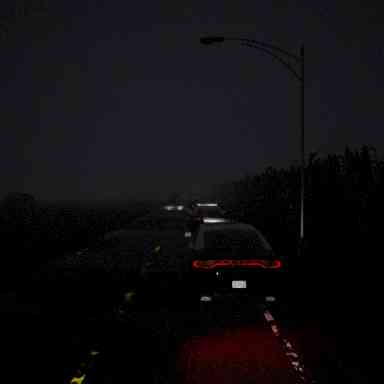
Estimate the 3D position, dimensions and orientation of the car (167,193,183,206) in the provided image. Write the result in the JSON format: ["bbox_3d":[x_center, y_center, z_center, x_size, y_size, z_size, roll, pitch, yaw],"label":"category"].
[{"bbox_3d":[-2.679,1.153,53.624,2.150,2.045,5.566,0,0,0],"label":"car"}]

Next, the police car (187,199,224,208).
[{"bbox_3d":[0.849,1.415,18.444,1.930,1.638,5.238,0,0,0],"label":"police car"}]

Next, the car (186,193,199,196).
[{"bbox_3d":[0.079,1.134,60.043,2.150,2.045,5.566,0,0,0],"label":"car"}]

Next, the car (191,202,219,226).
[{"bbox_3d":[0.856,1.509,24.334,1.812,1.442,4.674,0,0,0],"label":"car"}]

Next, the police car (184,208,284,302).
[{"bbox_3d":[0.835,1.423,8.445,1.930,1.638,5.238,0,0,0],"label":"police car"}]

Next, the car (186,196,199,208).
[{"bbox_3d":[0.106,1.550,46.078,1.895,1.301,4.718,0,0,1],"label":"car"}]
